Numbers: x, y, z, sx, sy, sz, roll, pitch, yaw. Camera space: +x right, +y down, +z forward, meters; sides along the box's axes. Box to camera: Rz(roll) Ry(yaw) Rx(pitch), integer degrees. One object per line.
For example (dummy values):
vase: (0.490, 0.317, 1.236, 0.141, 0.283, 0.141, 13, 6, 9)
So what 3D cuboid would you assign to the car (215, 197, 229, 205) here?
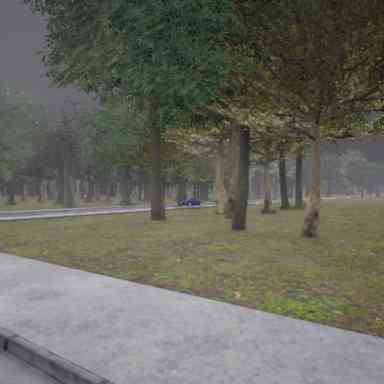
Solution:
car: (5.874, 1.549, 60.117, 1.812, 1.442, 4.674, 0, 0, 36)

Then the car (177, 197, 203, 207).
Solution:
car: (-0.211, 1.503, 51.723, 1.882, 1.535, 5.008, 0, 0, 36)
